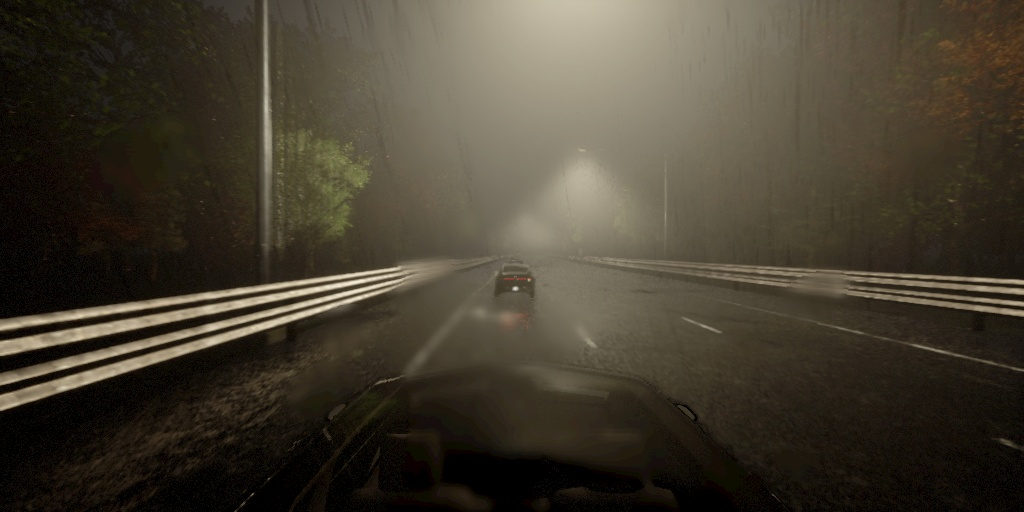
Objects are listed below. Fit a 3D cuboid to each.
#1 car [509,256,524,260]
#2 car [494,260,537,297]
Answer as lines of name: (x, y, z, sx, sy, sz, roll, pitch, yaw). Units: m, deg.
car: (0.604, 0.803, 49.320, 2.128, 1.511, 4.902, 0, 1, 2)
car: (0.165, 1.110, 17.565, 1.837, 1.490, 4.892, 0, 1, 0)
